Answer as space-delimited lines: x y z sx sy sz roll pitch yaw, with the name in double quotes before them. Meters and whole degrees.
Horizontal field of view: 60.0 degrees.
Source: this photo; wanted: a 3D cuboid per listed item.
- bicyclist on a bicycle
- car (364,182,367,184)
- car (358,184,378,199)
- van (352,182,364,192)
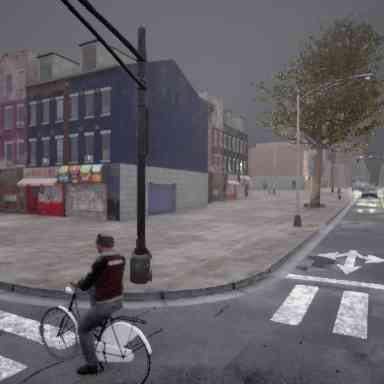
"bicyclist on a bicycle" -1.260 1.382 4.149 1.843 1.776 0.659 2 0 28
"car" 36.363 -1.238 72.723 2.192 1.841 5.009 2 3 29
"car" 23.249 0.035 43.509 2.033 1.411 5.357 0 3 29
"van" 32.364 -0.977 65.448 1.690 1.788 3.998 2 3 29
